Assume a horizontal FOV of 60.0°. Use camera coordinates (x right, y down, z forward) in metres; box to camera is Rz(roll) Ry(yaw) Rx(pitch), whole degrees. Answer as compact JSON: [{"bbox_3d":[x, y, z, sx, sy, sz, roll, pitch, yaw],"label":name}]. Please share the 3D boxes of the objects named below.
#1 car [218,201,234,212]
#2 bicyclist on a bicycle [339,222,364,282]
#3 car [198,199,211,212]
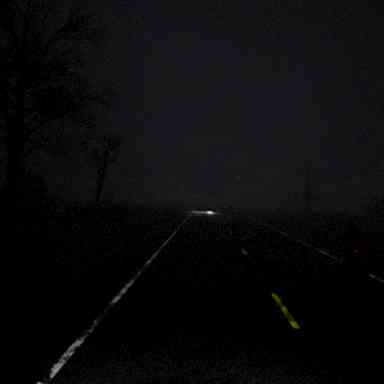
[{"bbox_3d":[5.736,2.400,53.352,2.033,1.411,5.357,2,-1,3],"label":"car"},{"bbox_3d":[4.753,1.746,9.922,0.582,1.620,1.656,2,-1,2],"label":"bicyclist on a bicycle"},{"bbox_3d":[1.980,2.217,51.207,1.812,1.442,4.674,2,-1,3],"label":"car"}]
